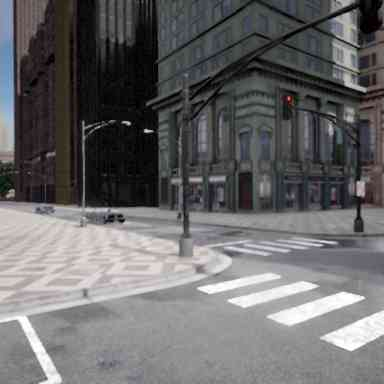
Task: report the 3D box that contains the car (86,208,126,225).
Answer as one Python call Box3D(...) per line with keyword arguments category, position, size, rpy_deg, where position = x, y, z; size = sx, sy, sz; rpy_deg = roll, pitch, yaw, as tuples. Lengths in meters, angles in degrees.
Box3D(category="car", position=(-7.248, 2.025, 27.972), size=(1.895, 1.301, 4.718), rpy_deg=(0, -1, -35))

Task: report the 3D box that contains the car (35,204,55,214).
Box3D(category="car", position=(-21.115, 2.390, 47.744), size=(2.033, 1.411, 5.357), rpy_deg=(0, -1, -35))
